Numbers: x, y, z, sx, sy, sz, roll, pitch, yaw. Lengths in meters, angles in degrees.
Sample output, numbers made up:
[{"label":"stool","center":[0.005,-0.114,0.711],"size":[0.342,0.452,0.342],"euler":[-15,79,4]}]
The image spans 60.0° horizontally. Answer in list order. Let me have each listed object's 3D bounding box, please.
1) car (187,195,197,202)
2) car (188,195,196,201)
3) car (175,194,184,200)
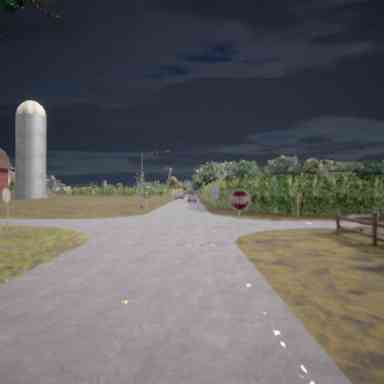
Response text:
[{"label":"car","center":[0.011,1.492,70.646],"size":[1.994,1.385,4.181],"euler":[0,0,0]},{"label":"car","center":[0.013,1.360,80.684],"size":[1.895,1.301,4.718],"euler":[0,0,0]},{"label":"car","center":[-2.738,1.109,74.824],"size":[1.994,1.385,4.181],"euler":[0,0,0]}]
